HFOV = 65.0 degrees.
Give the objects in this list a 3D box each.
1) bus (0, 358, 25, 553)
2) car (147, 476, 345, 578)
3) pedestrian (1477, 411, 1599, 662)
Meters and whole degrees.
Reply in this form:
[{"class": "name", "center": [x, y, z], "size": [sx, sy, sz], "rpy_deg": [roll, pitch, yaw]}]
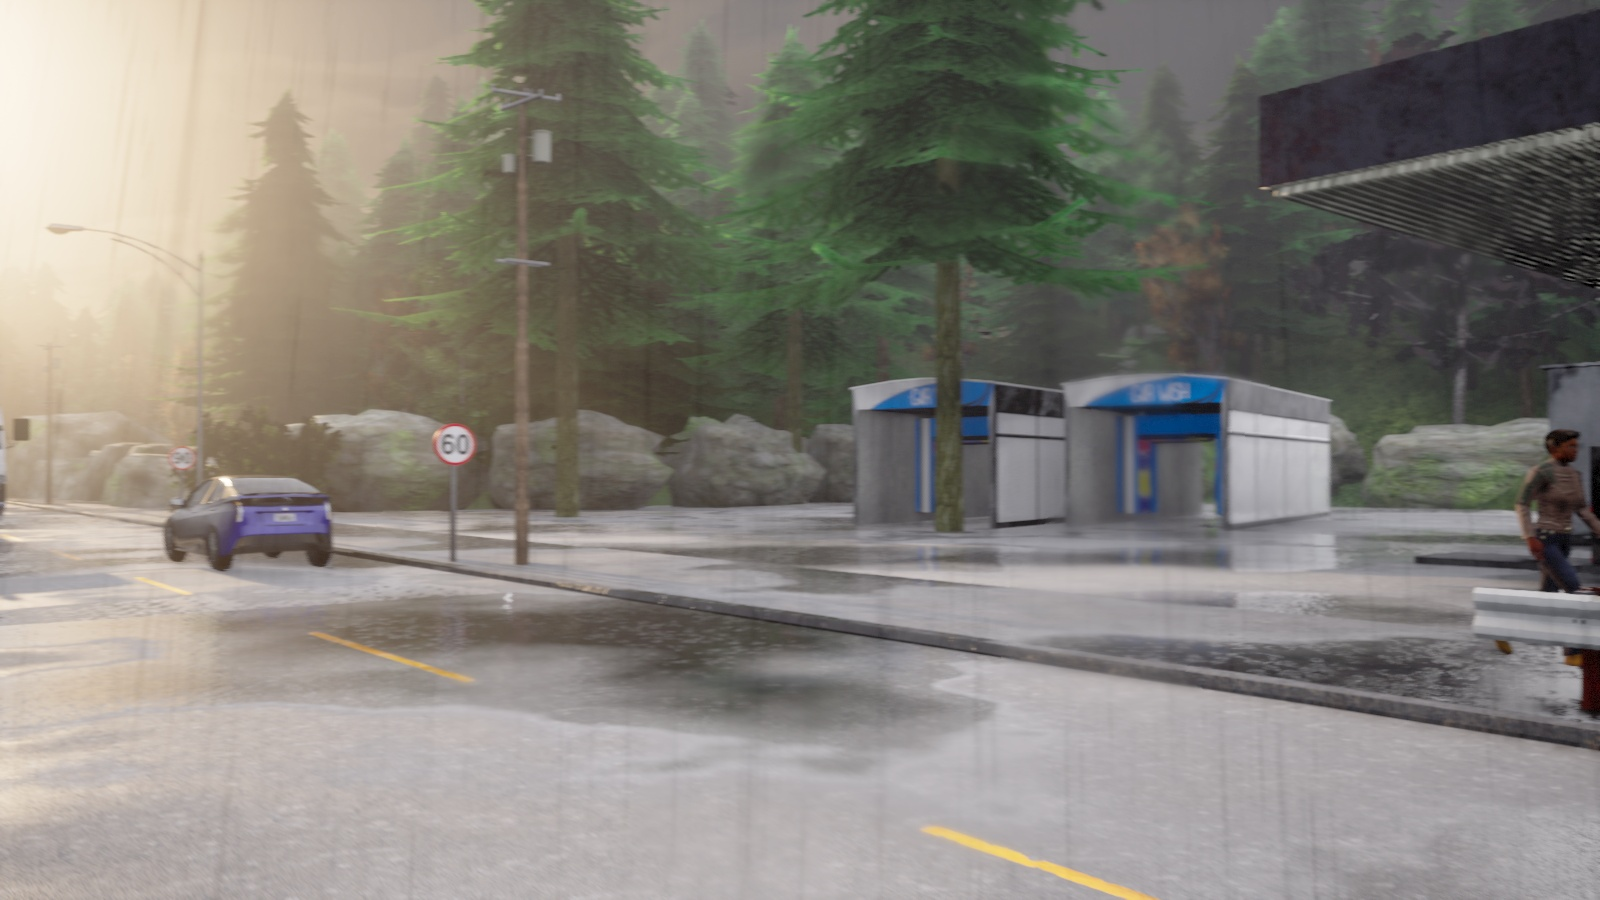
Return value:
[{"class": "bus", "center": [-21.830, 0.177, 30.452], "size": [3.944, 4.253, 10.273], "rpy_deg": [0, -1, -39]}, {"class": "car", "center": [-9.564, 1.225, 21.483], "size": [2.007, 1.525, 4.514], "rpy_deg": [0, -1, -39]}, {"class": "pedestrian", "center": [5.657, 0.631, 9.524], "size": [0.328, 1.805, 0.869], "rpy_deg": [0, -1, -25]}]
